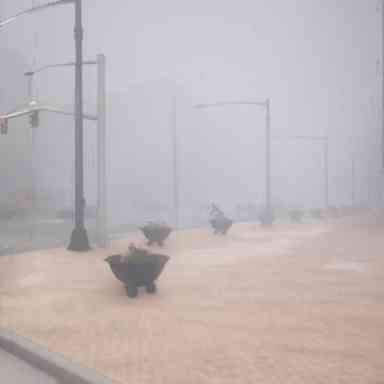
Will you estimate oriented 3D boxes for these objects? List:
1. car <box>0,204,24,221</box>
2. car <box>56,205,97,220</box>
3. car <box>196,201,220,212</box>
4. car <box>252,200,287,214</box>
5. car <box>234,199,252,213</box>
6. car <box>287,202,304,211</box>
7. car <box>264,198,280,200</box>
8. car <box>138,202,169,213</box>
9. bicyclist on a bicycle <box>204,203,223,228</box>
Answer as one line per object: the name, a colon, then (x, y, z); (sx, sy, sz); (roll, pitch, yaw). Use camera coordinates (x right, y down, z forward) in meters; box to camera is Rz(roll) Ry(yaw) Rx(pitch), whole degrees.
car: (-17.373, 1.843, 29.179); (1.837, 1.490, 4.892); (0, -1, 35)
car: (-10.930, 1.951, 32.257); (1.994, 1.385, 4.181); (-1, -1, 35)
car: (2.484, 2.203, 51.255); (1.882, 1.535, 5.008); (-1, -1, 36)
car: (10.350, 2.121, 44.041); (2.128, 1.511, 4.902); (-1, -1, 36)
car: (7.709, 2.138, 46.371); (1.882, 1.535, 5.008); (-1, -1, 35)
car: (16.313, 2.276, 52.610); (2.128, 1.511, 4.902); (-1, -1, 35)
car: (13.466, 2.031, 54.650); (2.150, 2.045, 5.566); (-1, -1, 35)
car: (-5.318, 2.103, 46.320); (1.882, 1.535, 5.008); (-1, -1, 35)
bicyclist on a bicycle: (1.466, 1.546, 21.245); (1.656, 1.620, 0.582); (-1, -1, 35)
